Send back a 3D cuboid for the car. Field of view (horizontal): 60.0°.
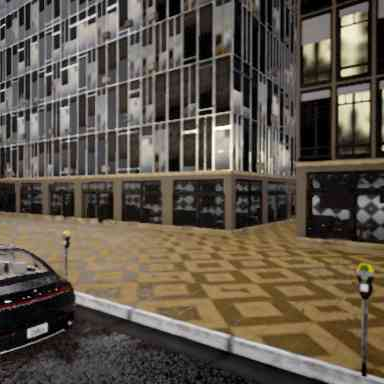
[{"bbox_3d":[-3.764,1.549,5.554,4.403,1.369,2.008,0,0,35],"label":"car"}]
